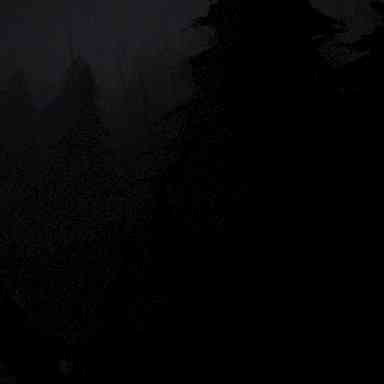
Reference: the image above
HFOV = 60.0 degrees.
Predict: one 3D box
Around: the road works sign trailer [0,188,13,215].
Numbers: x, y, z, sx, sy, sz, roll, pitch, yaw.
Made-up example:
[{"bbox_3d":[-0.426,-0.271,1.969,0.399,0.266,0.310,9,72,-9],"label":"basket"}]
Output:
[{"bbox_3d":[-10.734,1.143,18.292,2.880,2.380,3.560,46,-21,-25],"label":"road works sign trailer"}]
